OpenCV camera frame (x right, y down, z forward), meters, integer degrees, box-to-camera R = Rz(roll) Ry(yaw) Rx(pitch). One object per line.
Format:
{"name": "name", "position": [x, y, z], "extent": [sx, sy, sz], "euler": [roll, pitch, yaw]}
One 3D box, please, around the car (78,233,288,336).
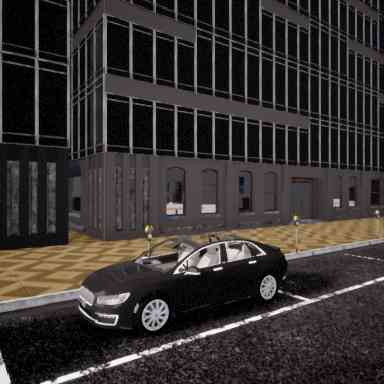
{"name": "car", "position": [0.045, 1.551, 6.592], "extent": [4.403, 1.369, 2.008], "euler": [0, 0, -35]}
